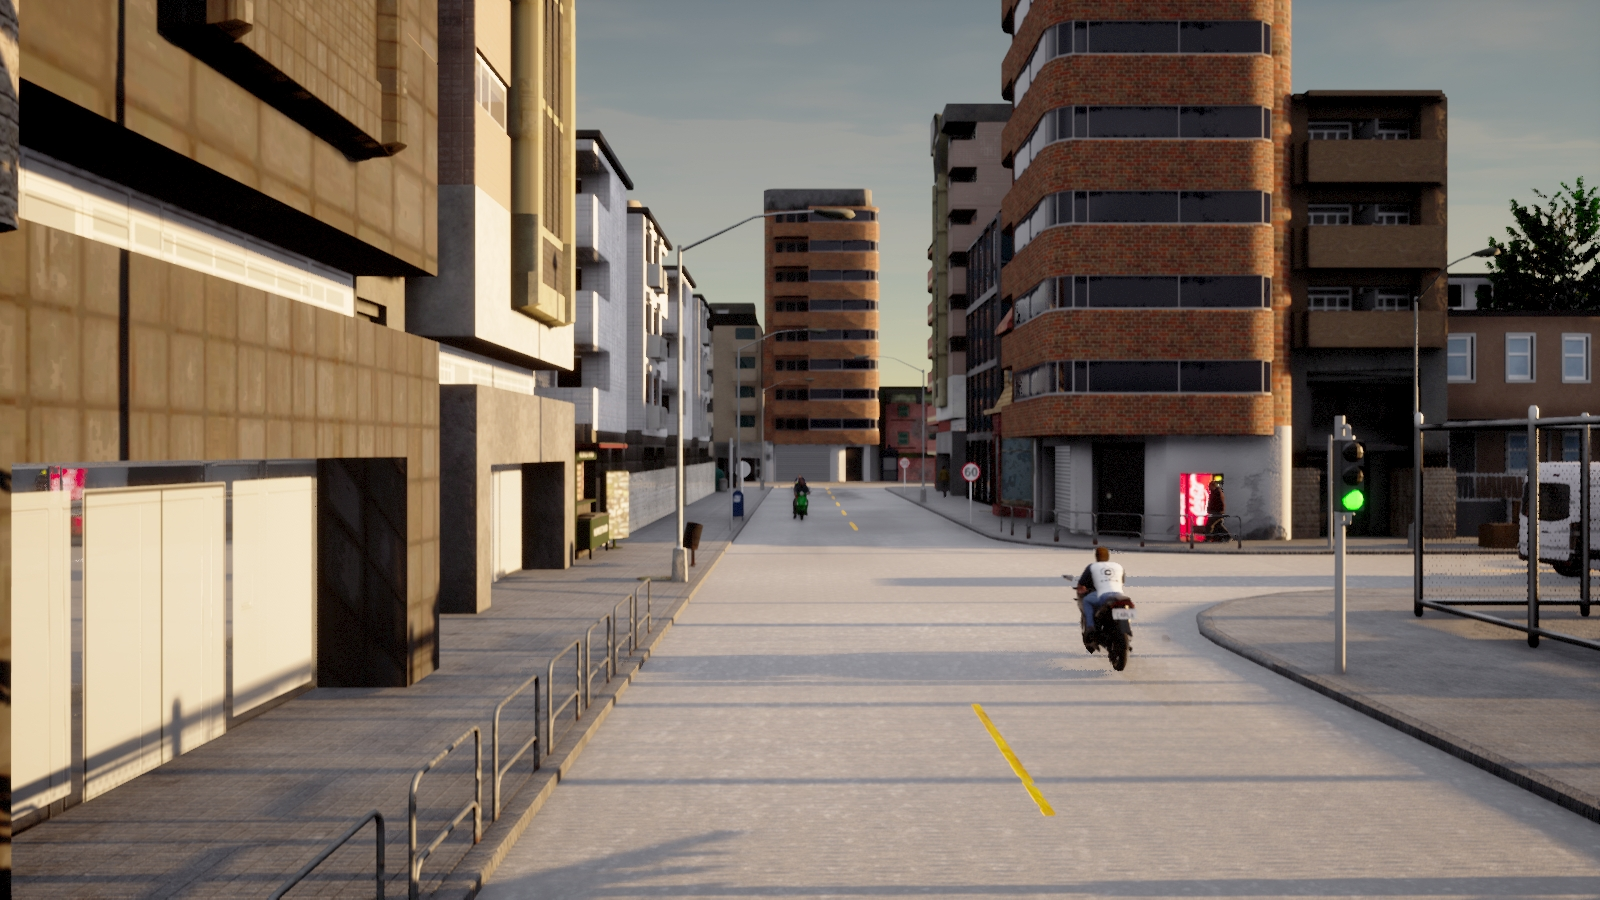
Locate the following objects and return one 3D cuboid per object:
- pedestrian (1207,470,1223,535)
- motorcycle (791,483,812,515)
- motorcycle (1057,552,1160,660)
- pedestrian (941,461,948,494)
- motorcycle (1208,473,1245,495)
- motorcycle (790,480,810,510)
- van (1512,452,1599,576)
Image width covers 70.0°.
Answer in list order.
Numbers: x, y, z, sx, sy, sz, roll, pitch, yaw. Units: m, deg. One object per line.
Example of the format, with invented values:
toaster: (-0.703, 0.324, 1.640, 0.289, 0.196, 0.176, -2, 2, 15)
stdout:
pedestrian: (12.001, 1.526, 33.062, 0.375, 1.860, 0.375, 0, 0, 10)
motorcycle: (0.063, 1.976, 46.521, 0.856, 1.236, 1.805, 0, 0, 0)
motorcycle: (4.016, 1.998, 15.027, 0.803, 1.145, 2.033, 0, 0, 0)
pedestrian: (8.191, 1.543, 64.768, 0.375, 1.860, 0.375, 0, 0, 5)
motorcycle: (24.831, 1.983, 66.565, 1.805, 1.236, 0.856, 0, 0, 2)
motorcycle: (0.019, 1.977, 50.389, 0.856, 1.236, 1.805, 0, 0, 0)
van: (18.896, 1.322, 24.582, 5.915, 2.561, 1.988, 0, 0, 0)
